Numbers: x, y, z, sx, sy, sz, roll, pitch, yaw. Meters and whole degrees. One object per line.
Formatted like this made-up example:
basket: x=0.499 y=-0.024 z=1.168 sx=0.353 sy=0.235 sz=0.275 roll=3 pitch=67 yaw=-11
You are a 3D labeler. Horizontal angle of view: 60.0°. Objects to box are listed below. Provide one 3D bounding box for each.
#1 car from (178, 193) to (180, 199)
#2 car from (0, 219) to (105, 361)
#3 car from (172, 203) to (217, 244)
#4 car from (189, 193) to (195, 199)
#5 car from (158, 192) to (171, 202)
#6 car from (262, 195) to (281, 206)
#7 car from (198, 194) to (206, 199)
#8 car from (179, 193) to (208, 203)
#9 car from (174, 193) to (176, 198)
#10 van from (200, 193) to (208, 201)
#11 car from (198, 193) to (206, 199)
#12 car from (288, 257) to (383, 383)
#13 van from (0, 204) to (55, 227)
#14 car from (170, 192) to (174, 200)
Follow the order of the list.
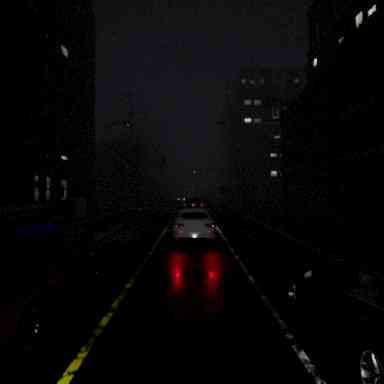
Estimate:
car: x=-2.985 y=1.073 z=94.911 sx=1.882 sy=1.535 sz=5.008 roll=0 pitch=0 yaw=0
car: x=-3.101 y=1.515 z=6.208 sx=2.033 sy=1.411 sz=5.357 roll=0 pitch=0 yaw=0
car: x=0.101 y=1.450 z=15.169 sx=1.812 sy=1.442 sz=4.674 roll=0 pitch=0 yaw=0
car: x=0.016 y=1.095 z=91.511 sx=1.837 sy=1.490 sz=4.892 roll=0 pitch=0 yaw=0
car: x=-5.678 y=1.288 z=65.329 sx=1.947 sy=1.339 sz=4.313 roll=0 pitch=0 yaw=0
car: x=13.474 y=1.364 z=53.004 sx=5.009 sy=1.841 sz=2.192 roll=1 pitch=-1 yaw=-1
car: x=2.706 y=1.189 z=93.479 sx=2.008 sy=1.369 sz=4.403 roll=0 pitch=0 yaw=0
car: x=0.104 y=1.203 z=31.556 sx=2.097 sy=1.767 sz=4.553 roll=0 pitch=0 yaw=0
car: x=-5.675 y=0.984 z=82.220 sx=2.192 sy=1.841 sz=5.009 roll=0 pitch=0 yaw=0
van: x=2.705 y=1.027 z=76.588 sx=1.690 sy=1.788 sz=3.998 roll=0 pitch=0 yaw=0
car: x=2.706 y=1.093 z=87.849 sx=1.967 sy=1.590 sz=4.097 roll=0 pitch=0 yaw=0
car: x=2.694 y=1.542 z=4.618 sx=1.947 sy=1.339 sz=4.313 roll=0 pitch=0 yaw=0
van: x=-5.684 y=1.289 z=10.279 sx=1.690 sy=1.788 sz=3.998 roll=0 pitch=0 yaw=0
car: x=-5.676 y=1.211 z=76.421 sx=1.752 sy=1.417 sz=4.829 roll=0 pitch=0 yaw=0
